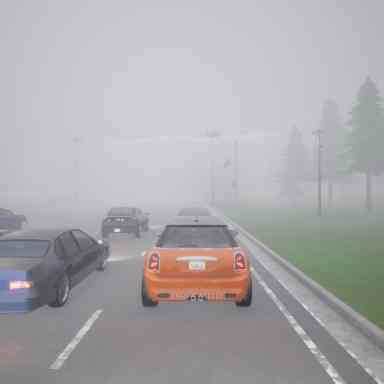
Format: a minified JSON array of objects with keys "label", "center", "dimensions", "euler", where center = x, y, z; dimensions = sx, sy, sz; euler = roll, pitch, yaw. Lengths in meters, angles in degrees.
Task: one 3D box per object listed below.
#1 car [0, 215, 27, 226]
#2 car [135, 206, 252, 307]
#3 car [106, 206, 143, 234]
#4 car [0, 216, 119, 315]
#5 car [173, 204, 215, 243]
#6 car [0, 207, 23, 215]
[{"label":"car","center":[-6.913,1.601,10.230],"dimensions":[1.895,1.301,4.718],"euler":[0,0,0]},{"label":"car","center":[0.092,1.352,8.145],"dimensions":[2.097,1.767,4.553],"euler":[0,0,0]},{"label":"car","center":[-3.420,1.505,17.615],"dimensions":[1.837,1.490,4.892],"euler":[0,0,0]},{"label":"car","center":[-3.407,1.547,7.870],"dimensions":[2.033,1.411,5.357],"euler":[0,0,0]},{"label":"car","center":[0.082,1.478,17.172],"dimensions":[1.882,1.535,5.008],"euler":[0,0,0]},{"label":"car","center":[-10.419,1.478,17.160],"dimensions":[1.882,1.535,5.008],"euler":[0,0,0]}]
